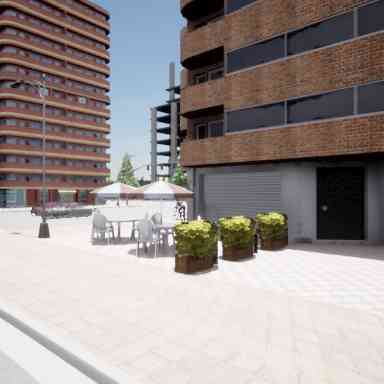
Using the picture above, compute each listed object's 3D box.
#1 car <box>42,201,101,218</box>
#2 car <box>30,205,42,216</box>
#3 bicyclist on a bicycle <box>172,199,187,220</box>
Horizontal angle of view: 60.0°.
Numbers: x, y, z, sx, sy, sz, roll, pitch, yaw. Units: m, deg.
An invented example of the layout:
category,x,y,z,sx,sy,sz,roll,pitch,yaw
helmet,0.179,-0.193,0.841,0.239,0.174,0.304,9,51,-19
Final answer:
category,x,y,z,sx,sy,sz,roll,pitch,yaw
car,-10.787,1.656,30.540,1.895,1.301,4.718,0,0,41
car,-13.650,1.619,32.927,1.994,1.385,4.181,0,0,42
bicyclist on a bicycle,-0.968,1.356,25.431,1.656,1.620,0.582,0,0,41
